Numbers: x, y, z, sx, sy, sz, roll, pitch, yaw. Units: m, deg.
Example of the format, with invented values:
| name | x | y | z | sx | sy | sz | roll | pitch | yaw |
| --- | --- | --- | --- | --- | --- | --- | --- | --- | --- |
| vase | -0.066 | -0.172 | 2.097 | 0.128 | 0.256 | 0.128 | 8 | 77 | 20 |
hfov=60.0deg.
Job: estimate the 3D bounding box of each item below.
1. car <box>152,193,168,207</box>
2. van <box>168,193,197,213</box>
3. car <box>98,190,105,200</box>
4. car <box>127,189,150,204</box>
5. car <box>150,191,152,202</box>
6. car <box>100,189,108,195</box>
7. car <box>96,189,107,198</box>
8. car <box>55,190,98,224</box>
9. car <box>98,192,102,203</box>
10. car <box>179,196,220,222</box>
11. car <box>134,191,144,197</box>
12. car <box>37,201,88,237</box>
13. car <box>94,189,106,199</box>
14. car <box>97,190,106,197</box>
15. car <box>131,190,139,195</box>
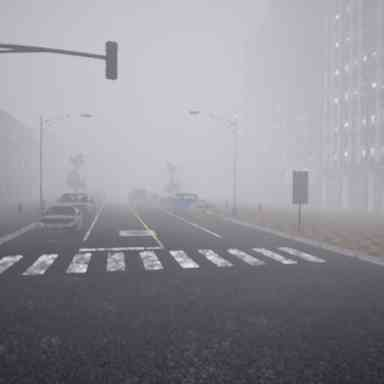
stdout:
| name | x | y | z | sx | sy | sz | roll | pitch | yaw |
| --- | --- | --- | --- | --- | --- | --- | --- | --- | --- |
| car | -3.217 | 1.026 | 39.515 | 2.008 | 1.369 | 4.403 | 1 | 1 | -13 |
| van | -0.635 | 0.981 | 28.716 | 1.690 | 1.788 | 3.998 | 1 | 1 | -13 |
| car | -13.905 | 0.760 | 48.197 | 1.752 | 1.417 | 4.829 | 1 | 1 | -13 |
| car | -7.609 | 0.553 | 46.772 | 2.150 | 2.045 | 5.566 | 1 | 1 | -13 |
| car | -5.795 | 0.877 | 50.313 | 1.947 | 1.339 | 4.313 | 1 | 1 | -13 |
| car | -24.254 | 0.018 | 91.552 | 1.967 | 1.590 | 4.097 | 1 | 1 | -13 |
| car | -16.523 | 0.619 | 59.160 | 2.008 | 1.369 | 4.403 | 1 | 1 | -13 |
| car | -7.496 | 0.959 | 21.367 | 2.192 | 1.841 | 5.009 | 1 | 1 | -13 |
| car | -10.078 | 1.030 | 32.167 | 2.008 | 1.369 | 4.403 | 1 | 1 | -13 |
| car | 0.611 | 1.245 | 23.484 | 1.752 | 1.417 | 4.829 | 1 | 1 | -13 |
| car | -12.240 | 0.467 | 77.306 | 1.947 | 1.339 | 4.313 | 1 | 1 | -13 |
| car | -6.211 | 1.308 | 15.971 | 1.802 | 1.307 | 4.206 | 1 | 1 | -13 |
| car | -17.808 | 0.301 | 64.556 | 2.192 | 1.841 | 5.009 | 1 | 1 | -13 |
| car | -20.350 | 0.350 | 75.191 | 1.752 | 1.417 | 4.829 | 1 | 1 | -13 |
| car | -16.145 | 0.179 | 93.667 | 1.752 | 1.417 | 4.829 | 1 | 1 | -13 |
